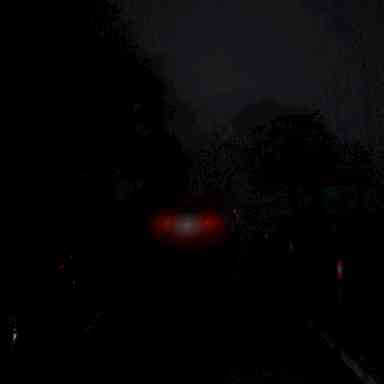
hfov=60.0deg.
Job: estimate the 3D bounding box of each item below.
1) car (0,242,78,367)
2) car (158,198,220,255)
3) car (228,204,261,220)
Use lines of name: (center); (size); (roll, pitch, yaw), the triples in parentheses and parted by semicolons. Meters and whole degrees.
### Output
car: (-3.439, 1.588, 5.589); (1.994, 1.385, 4.181); (0, 0, -1)
car: (-0.034, 1.268, 13.766); (2.150, 2.045, 5.566); (0, -1, 3)
car: (4.834, 1.733, 30.335); (1.994, 1.385, 4.181); (-1, -1, 29)
